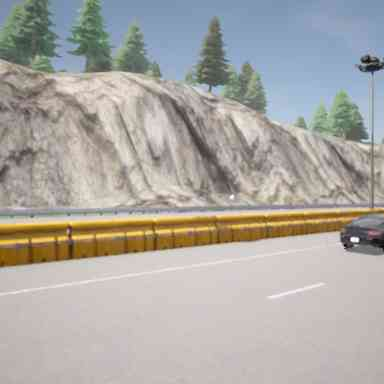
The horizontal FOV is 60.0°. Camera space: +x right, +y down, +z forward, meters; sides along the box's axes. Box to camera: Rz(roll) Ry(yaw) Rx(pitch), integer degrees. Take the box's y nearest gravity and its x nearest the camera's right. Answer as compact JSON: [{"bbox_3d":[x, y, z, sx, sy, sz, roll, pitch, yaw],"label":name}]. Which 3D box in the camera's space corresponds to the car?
[{"bbox_3d":[8.053,1.661,13.999,4.674,1.442,1.812,0,0,-36],"label":"car"}]
